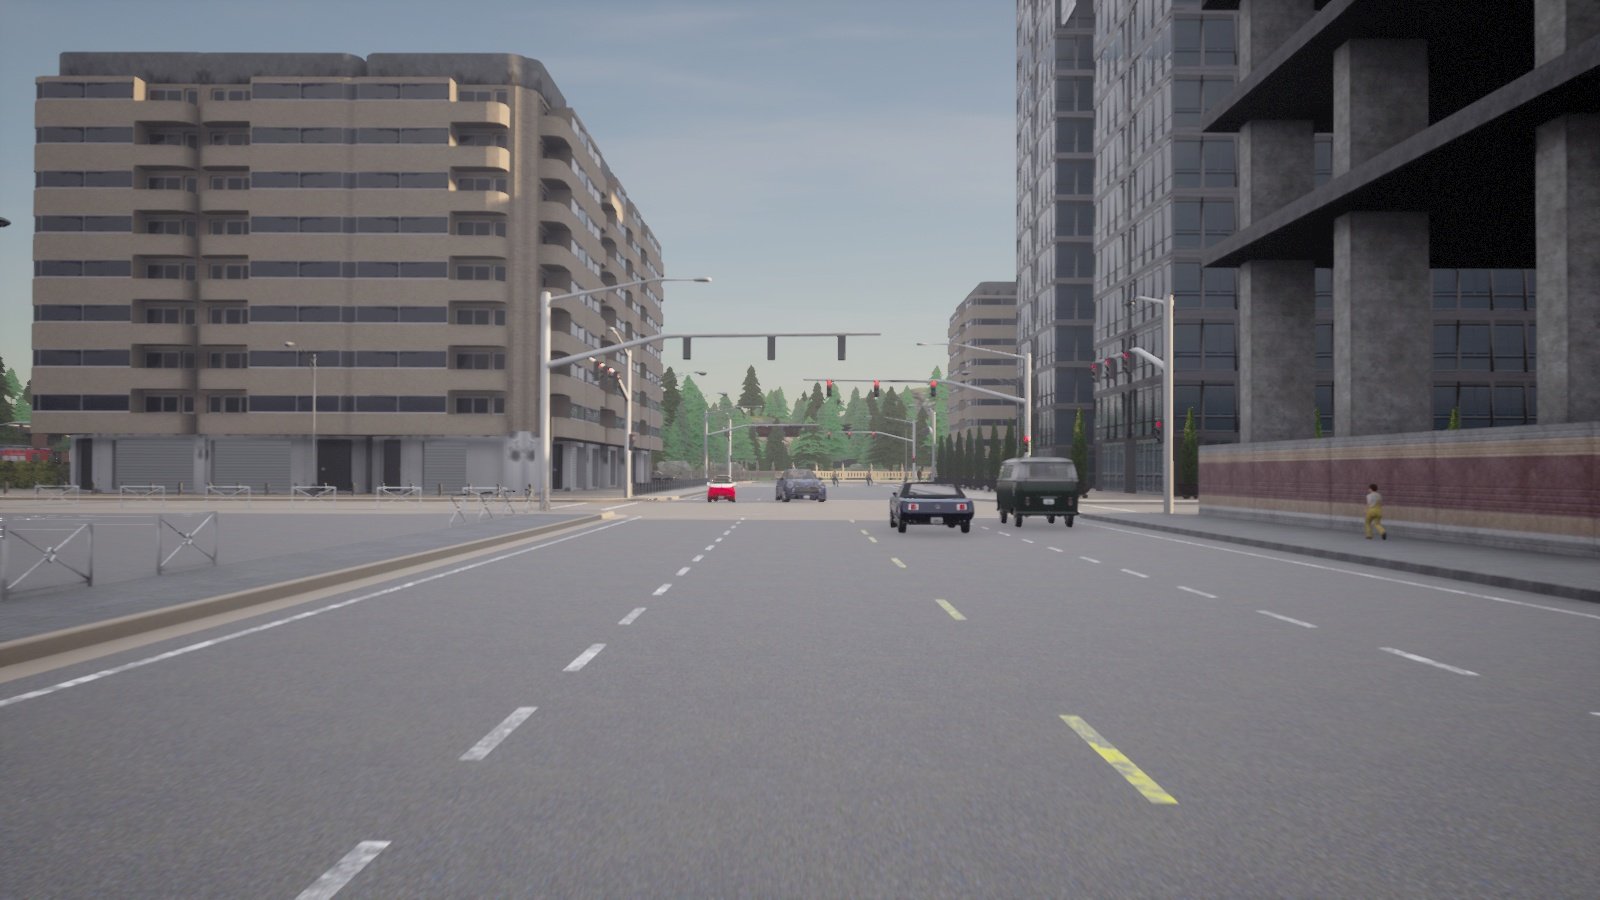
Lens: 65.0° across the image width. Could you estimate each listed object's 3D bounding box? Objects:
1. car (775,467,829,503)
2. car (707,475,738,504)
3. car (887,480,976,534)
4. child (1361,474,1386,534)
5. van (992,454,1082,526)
[{"bbox_3d":[0.052,1.770,64.352,2.097,1.767,4.553,0,-1,-9],"label":"car"},{"bbox_3d":[-3.881,1.970,63.039,1.481,1.376,2.207,0,-1,-1],"label":"car"},{"bbox_3d":[3.417,1.461,33.433,1.895,1.301,4.718,0,-1,0],"label":"car"},{"bbox_3d":[12.215,1.154,26.750,0.270,1.263,0.437,0,-1,-9],"label":"child"},{"bbox_3d":[6.908,1.156,37.018,1.775,1.987,4.442,0,-1,0],"label":"van"}]
